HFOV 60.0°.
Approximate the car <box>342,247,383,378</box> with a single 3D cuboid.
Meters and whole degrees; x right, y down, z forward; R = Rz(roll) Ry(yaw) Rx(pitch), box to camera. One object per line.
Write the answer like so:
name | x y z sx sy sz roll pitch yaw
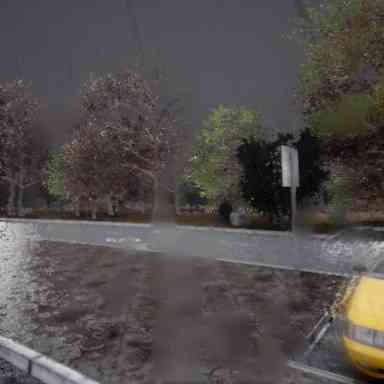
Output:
car | 3.772 1.454 5.359 1.946 1.575 5.366 0 0 35
